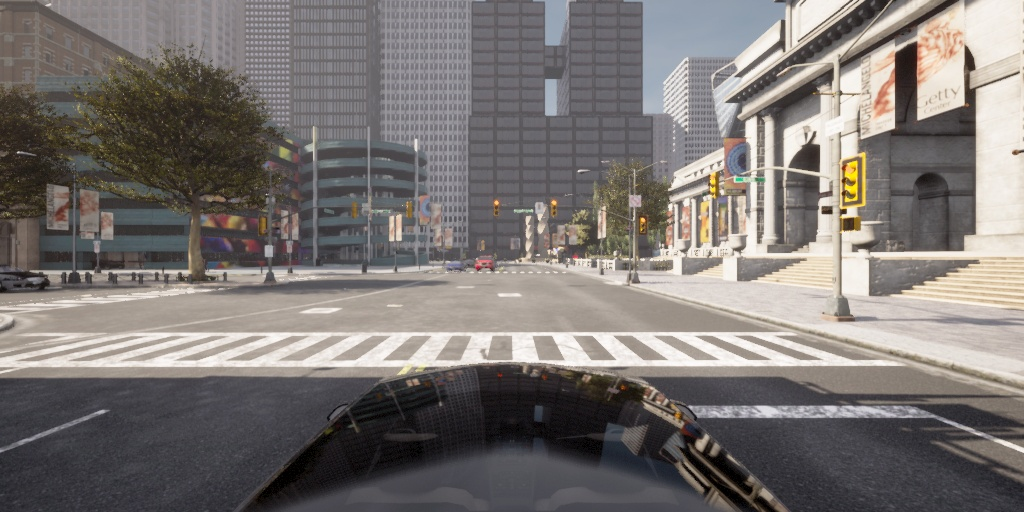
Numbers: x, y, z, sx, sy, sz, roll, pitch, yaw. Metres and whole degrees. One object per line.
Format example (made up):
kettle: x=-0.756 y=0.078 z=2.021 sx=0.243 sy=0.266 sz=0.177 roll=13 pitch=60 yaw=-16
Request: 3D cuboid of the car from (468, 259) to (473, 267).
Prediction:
car: x=-6.975 y=1.255 z=59.421 sx=1.837 sy=1.490 sz=4.892 roll=0 pitch=0 yaw=1

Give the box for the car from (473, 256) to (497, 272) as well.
car: x=-3.506 y=0.972 z=47.320 sx=2.150 sy=2.045 sz=5.566 roll=0 pitch=0 yaw=0

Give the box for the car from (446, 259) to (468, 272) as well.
car: x=-7.008 y=1.275 z=45.109 sx=1.812 sy=1.442 sz=4.674 roll=0 pitch=0 yaw=0

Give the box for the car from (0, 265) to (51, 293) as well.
car: x=-29.161 y=1.241 z=20.161 sx=4.902 sy=1.511 sz=2.128 roll=0 pitch=0 yaw=0

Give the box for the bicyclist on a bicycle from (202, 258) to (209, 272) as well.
bicyclist on a bicycle: x=-34.155 y=1.050 z=39.630 sx=0.582 sy=1.620 sz=1.656 roll=0 pitch=0 yaw=0
